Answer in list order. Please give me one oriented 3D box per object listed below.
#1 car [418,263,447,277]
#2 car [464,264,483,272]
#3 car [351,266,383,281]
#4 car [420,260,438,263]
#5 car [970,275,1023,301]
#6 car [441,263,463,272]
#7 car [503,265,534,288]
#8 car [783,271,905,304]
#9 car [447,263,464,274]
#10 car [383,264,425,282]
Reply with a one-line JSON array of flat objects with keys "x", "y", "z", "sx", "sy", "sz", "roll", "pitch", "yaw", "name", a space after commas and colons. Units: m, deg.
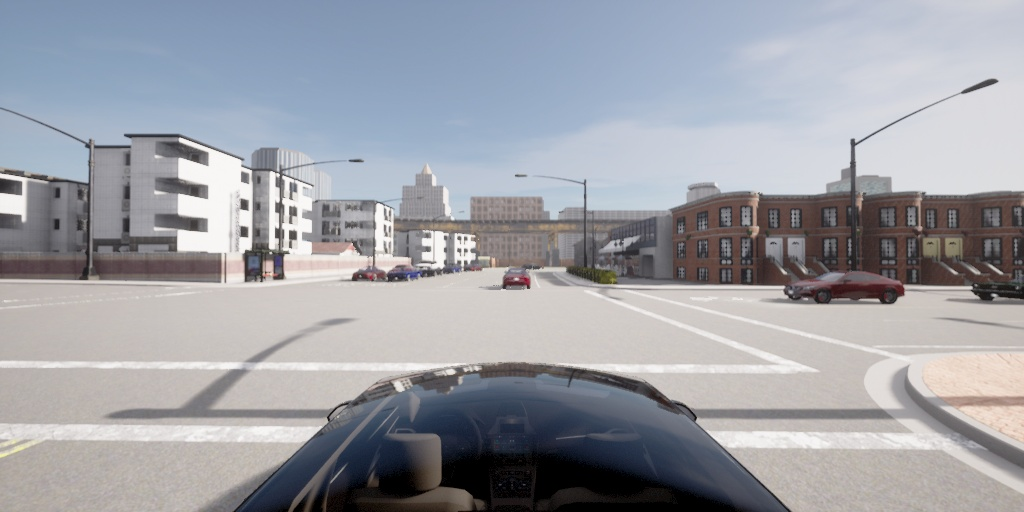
[{"x": -9.581, "y": 1.829, "z": 42.889, "sx": 1.895, "sy": 1.301, "sz": 4.718, "roll": 0, "pitch": -1, "yaw": 4, "name": "car"}, {"x": -6.744, "y": 2.053, "z": 62.208, "sx": 1.994, "sy": 1.385, "sz": 4.181, "roll": 0, "pitch": -1, "yaw": 22, "name": "car"}, {"x": -13.550, "y": 1.672, "z": 34.220, "sx": 1.994, "sy": 1.385, "sz": 4.181, "roll": 0, "pitch": -1, "yaw": 2, "name": "car"}, {"x": -12.363, "y": 1.576, "z": 52.510, "sx": 2.150, "sy": 2.045, "sz": 5.566, "roll": 0, "pitch": -1, "yaw": 6, "name": "car"}, {"x": 24.402, "y": 1.502, "z": 16.442, "sx": 4.718, "sy": 1.301, "sz": 1.895, "roll": 0, "pitch": -1, "yaw": 2, "name": "car"}, {"x": -10.380, "y": 1.994, "z": 62.447, "sx": 1.837, "sy": 1.490, "sz": 4.892, "roll": 0, "pitch": -1, "yaw": 18, "name": "car"}, {"x": 0.369, "y": 1.582, "z": 26.614, "sx": 1.994, "sy": 1.385, "sz": 4.181, "roll": 0, "pitch": -1, "yaw": 2, "name": "car"}, {"x": 15.316, "y": 1.422, "z": 16.645, "sx": 4.674, "sy": 1.442, "sz": 1.812, "roll": 0, "pitch": -1, "yaw": 1, "name": "car"}, {"x": -8.866, "y": 1.956, "z": 52.335, "sx": 1.895, "sy": 1.301, "sz": 4.718, "roll": 0, "pitch": -1, "yaw": 6, "name": "car"}, {"x": -10.065, "y": 1.705, "z": 33.732, "sx": 1.895, "sy": 1.301, "sz": 4.718, "roll": 0, "pitch": -1, "yaw": 3, "name": "car"}]
